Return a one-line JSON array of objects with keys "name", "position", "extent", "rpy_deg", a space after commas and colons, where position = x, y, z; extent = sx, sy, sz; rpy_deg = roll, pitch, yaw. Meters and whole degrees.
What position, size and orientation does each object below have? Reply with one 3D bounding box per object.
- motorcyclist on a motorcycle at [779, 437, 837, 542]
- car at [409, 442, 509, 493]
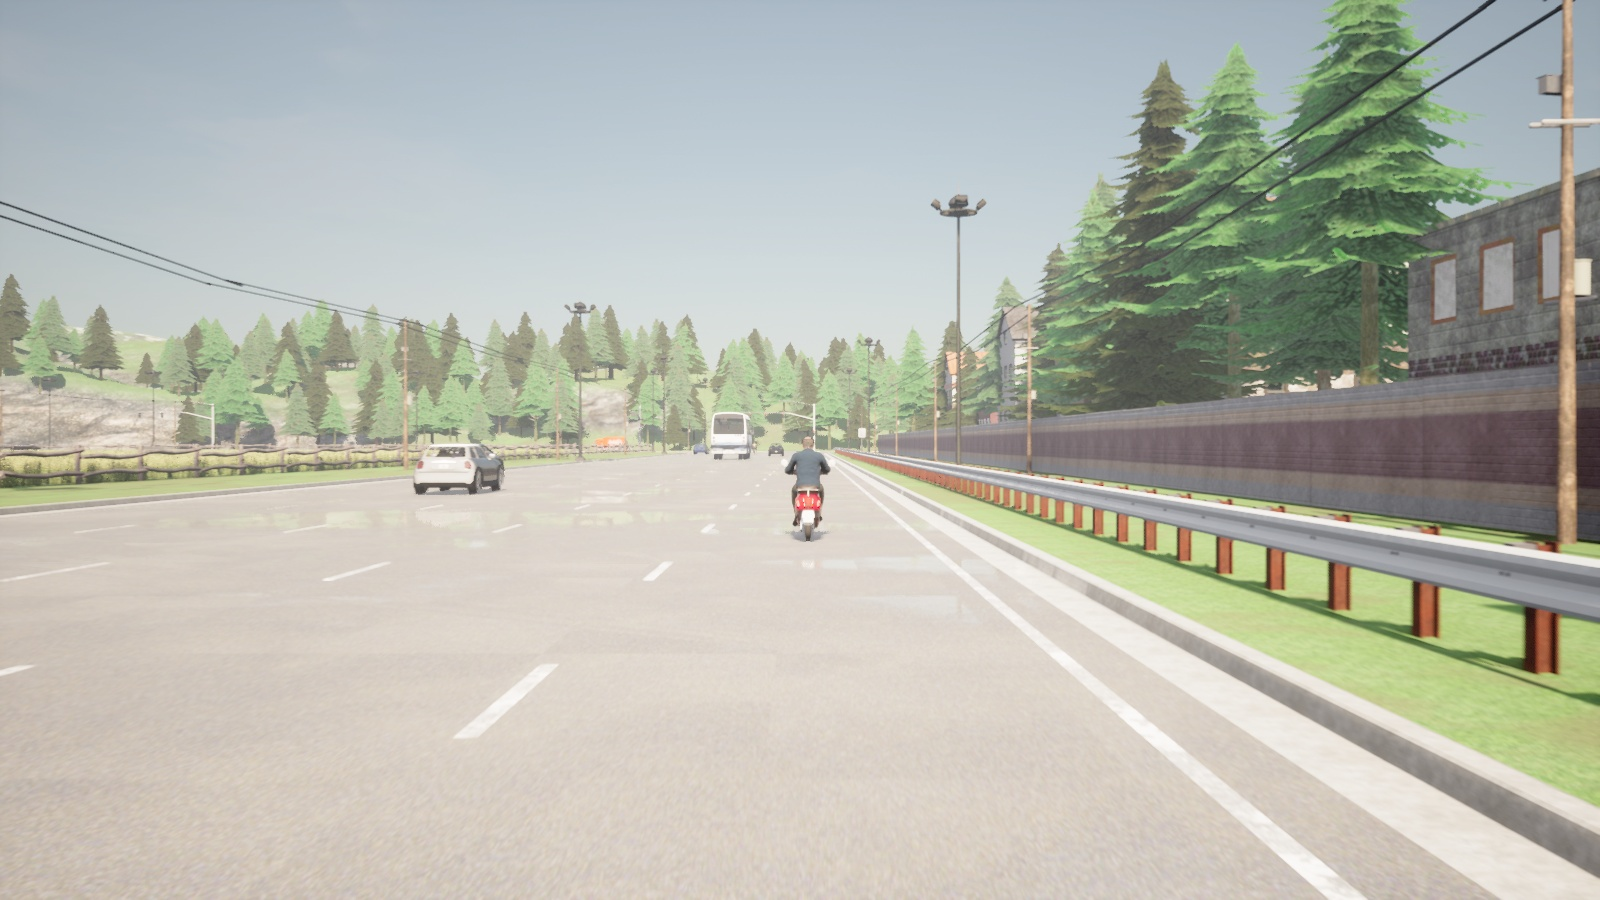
[{"name": "motorcyclist on a motorcycle", "position": [0.128, 0.588, 19.783], "extent": [0.866, 1.590, 1.817], "rpy_deg": [0, 0, 0]}, {"name": "car", "position": [-10.267, 0.489, 38.084], "extent": [1.970, 1.475, 3.806], "rpy_deg": [0, 0, 0]}]
